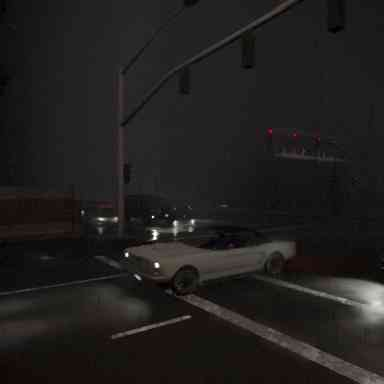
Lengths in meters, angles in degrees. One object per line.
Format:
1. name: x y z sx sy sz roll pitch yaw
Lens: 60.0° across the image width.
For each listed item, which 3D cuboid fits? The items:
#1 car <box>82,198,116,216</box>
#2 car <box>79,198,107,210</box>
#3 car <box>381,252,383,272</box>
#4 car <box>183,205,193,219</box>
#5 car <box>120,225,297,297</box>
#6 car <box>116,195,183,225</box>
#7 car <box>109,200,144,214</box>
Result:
1. car: -9.078 1.478 32.588 1.882 1.535 5.008 0 0 -36
2. car: -13.348 1.547 44.545 2.033 1.411 5.357 0 0 -36
3. car: 7.052 1.526 9.164 4.674 1.442 1.812 0 0 -37
4. car: -1.901 1.352 28.595 2.097 1.767 4.553 0 0 -36
5. car: 0.579 1.601 8.761 4.718 1.301 1.895 0 0 -36
6. car: -3.316 1.222 24.563 2.150 2.045 5.566 0 0 -36
7. car: -7.144 1.601 35.894 1.895 1.301 4.718 0 0 -36
